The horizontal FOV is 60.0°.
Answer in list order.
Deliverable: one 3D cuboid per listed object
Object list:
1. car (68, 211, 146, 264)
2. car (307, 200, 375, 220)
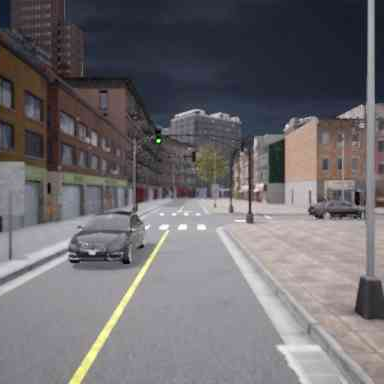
[{"bbox_3d":[-2.799,1.483,11.841,1.837,1.490,4.892,0,0,1],"label":"car"},{"bbox_3d":[11.407,1.398,25.609,4.892,1.490,1.837,0,0,0],"label":"car"}]
